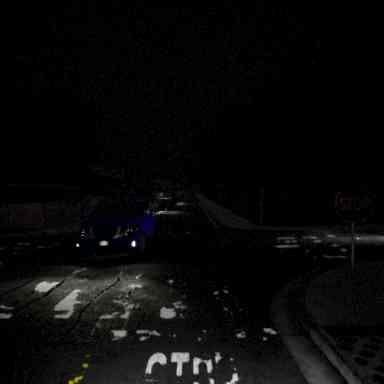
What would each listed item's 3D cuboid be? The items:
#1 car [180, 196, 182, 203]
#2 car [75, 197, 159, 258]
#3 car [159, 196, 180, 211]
[{"bbox_3d":[-2.893,1.364,63.575,1.895,1.301,4.718,0,0,0],"label":"car"},{"bbox_3d":[-2.800,1.252,13.306,2.150,2.045,5.566,-1,0,0],"label":"car"},{"bbox_3d":[-2.842,1.449,39.107,2.033,1.411,5.357,0,0,0],"label":"car"}]
